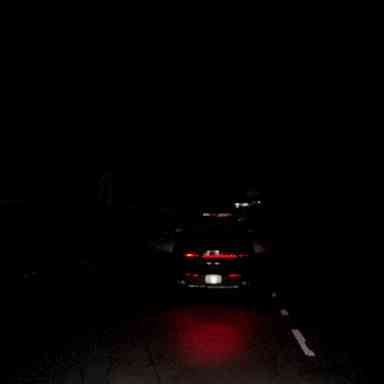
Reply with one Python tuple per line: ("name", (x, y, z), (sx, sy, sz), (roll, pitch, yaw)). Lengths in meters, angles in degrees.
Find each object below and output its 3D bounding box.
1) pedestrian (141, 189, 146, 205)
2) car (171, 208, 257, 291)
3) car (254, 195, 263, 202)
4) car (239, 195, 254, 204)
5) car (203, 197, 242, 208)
("pedestrian", (-5.680, 0.626, 38.844), (0.375, 1.860, 0.375), (0, -3, 11))
("car", (0.567, 1.395, 8.743), (1.837, 1.490, 4.892), (0, 0, 4))
("car", (13.953, 1.310, 71.087), (2.033, 1.411, 5.357), (0, 0, 19))
("car", (8.671, 1.273, 56.649), (1.994, 1.385, 4.181), (0, 0, 21))
("car", (1.519, 1.268, 18.271), (2.128, 1.511, 4.902), (0, 1, 7))
